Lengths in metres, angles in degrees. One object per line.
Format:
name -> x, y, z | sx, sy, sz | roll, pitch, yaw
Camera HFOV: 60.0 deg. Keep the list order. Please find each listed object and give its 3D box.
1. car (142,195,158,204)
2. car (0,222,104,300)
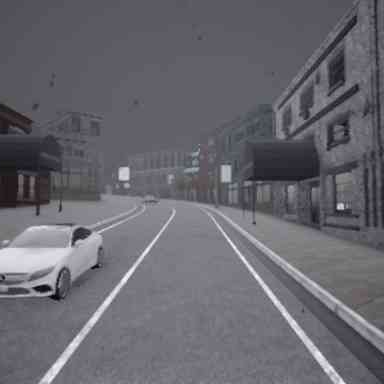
car -> -6.485, 1.138, 51.203 | 1.994, 1.385, 4.181 | 1, 1, -18
car -> -3.602, 1.560, 8.588 | 1.812, 1.442, 4.674 | 0, 0, 0
